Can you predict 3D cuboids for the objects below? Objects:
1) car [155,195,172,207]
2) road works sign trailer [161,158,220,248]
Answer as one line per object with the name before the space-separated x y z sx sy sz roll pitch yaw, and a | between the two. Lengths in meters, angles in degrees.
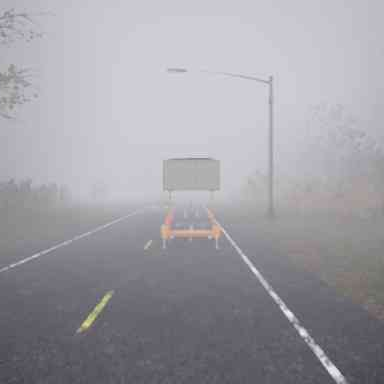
car | -3.798 1.156 44.400 1.812 1.442 4.674 0 0 0
road works sign trailer | -0.027 0.347 14.102 2.380 3.560 2.880 0 0 1
